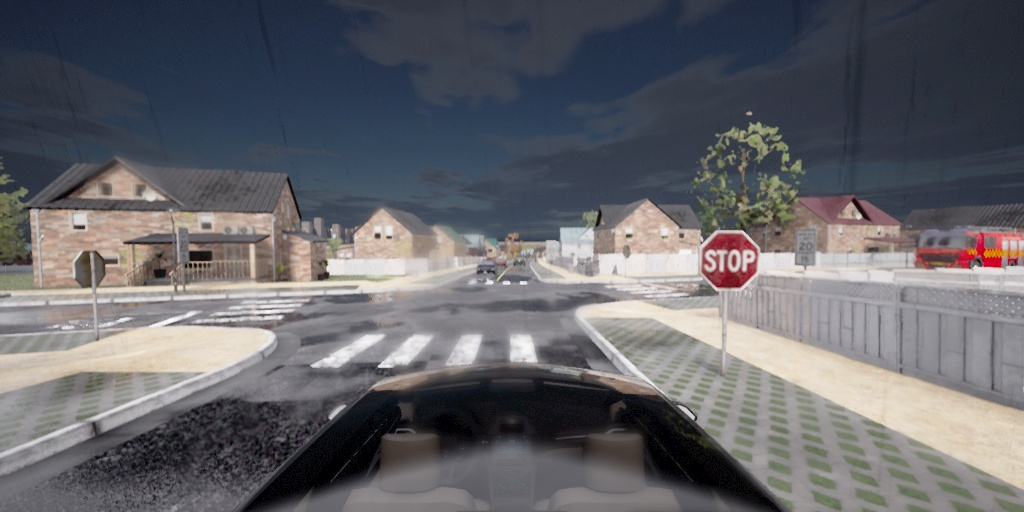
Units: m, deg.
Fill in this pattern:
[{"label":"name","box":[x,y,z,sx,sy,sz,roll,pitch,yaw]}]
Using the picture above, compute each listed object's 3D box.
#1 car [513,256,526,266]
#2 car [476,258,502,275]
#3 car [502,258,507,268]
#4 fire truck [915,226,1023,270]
[{"label":"car","box":[1.332,0.896,63.212,2.097,1.767,4.553,0,0,3]},{"label":"car","box":[-2.400,1.118,35.761,2.033,1.411,5.357,0,0,1]},{"label":"car","box":[-1.778,1.015,55.213,1.882,1.535,5.008,0,0,3]},{"label":"fire truck","box":[37.604,-0.449,29.443,8.468,3.827,2.891,-1,3,-17]}]
